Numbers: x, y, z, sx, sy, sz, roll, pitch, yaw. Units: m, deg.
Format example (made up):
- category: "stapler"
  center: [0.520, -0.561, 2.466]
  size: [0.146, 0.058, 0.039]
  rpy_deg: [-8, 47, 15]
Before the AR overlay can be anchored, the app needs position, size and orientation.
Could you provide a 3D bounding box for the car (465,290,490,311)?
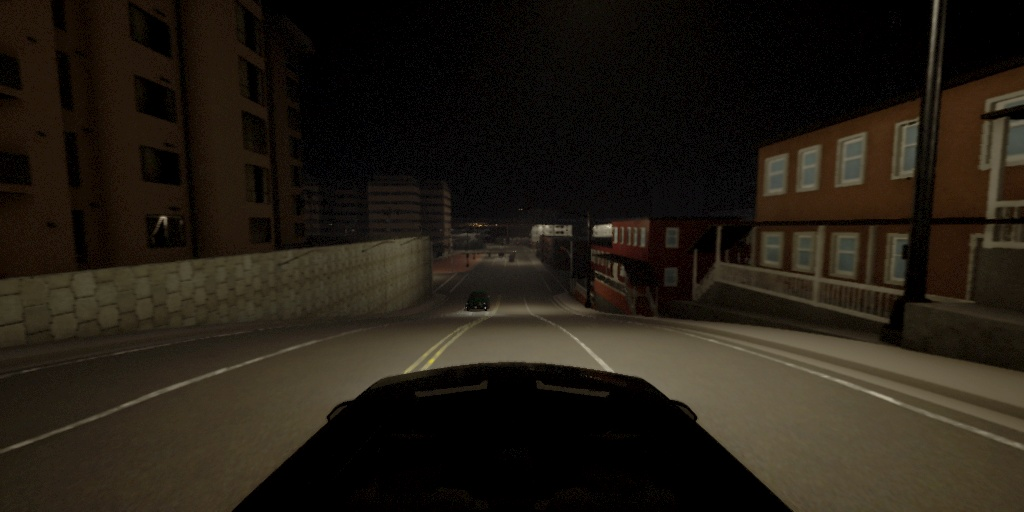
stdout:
- category: "car"
  center: [-3.518, 4.730, 37.605]
  size: [2.150, 2.045, 5.566]
  rpy_deg: [0, -2, 0]
